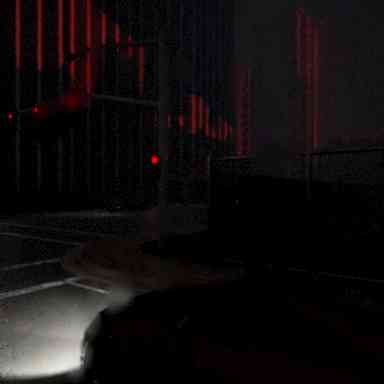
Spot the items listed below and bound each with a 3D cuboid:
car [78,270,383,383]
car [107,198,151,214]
[{"bbox_3d":[0.731,1.560,3.439,4.181,1.385,1.994,0,0,36],"label":"car"},{"bbox_3d":[-6.331,1.347,33.830,1.882,1.535,5.008,0,0,36],"label":"car"}]
